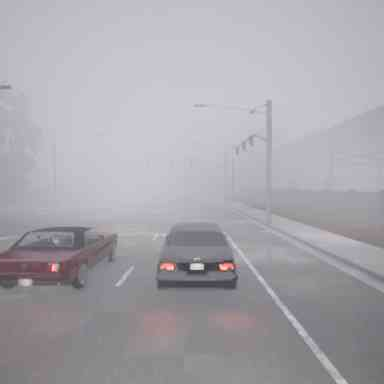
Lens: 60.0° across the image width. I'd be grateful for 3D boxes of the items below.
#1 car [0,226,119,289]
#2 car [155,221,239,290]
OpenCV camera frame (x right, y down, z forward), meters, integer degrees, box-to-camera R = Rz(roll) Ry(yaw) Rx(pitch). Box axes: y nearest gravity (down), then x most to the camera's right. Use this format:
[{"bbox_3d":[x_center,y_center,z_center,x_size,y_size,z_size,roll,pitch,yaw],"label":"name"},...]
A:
[{"bbox_3d":[-3.387,1.571,9.053,1.895,1.301,4.718,0,0,1],"label":"car"},{"bbox_3d":[0.103,1.520,9.104,2.033,1.411,5.357,0,0,0],"label":"car"}]
